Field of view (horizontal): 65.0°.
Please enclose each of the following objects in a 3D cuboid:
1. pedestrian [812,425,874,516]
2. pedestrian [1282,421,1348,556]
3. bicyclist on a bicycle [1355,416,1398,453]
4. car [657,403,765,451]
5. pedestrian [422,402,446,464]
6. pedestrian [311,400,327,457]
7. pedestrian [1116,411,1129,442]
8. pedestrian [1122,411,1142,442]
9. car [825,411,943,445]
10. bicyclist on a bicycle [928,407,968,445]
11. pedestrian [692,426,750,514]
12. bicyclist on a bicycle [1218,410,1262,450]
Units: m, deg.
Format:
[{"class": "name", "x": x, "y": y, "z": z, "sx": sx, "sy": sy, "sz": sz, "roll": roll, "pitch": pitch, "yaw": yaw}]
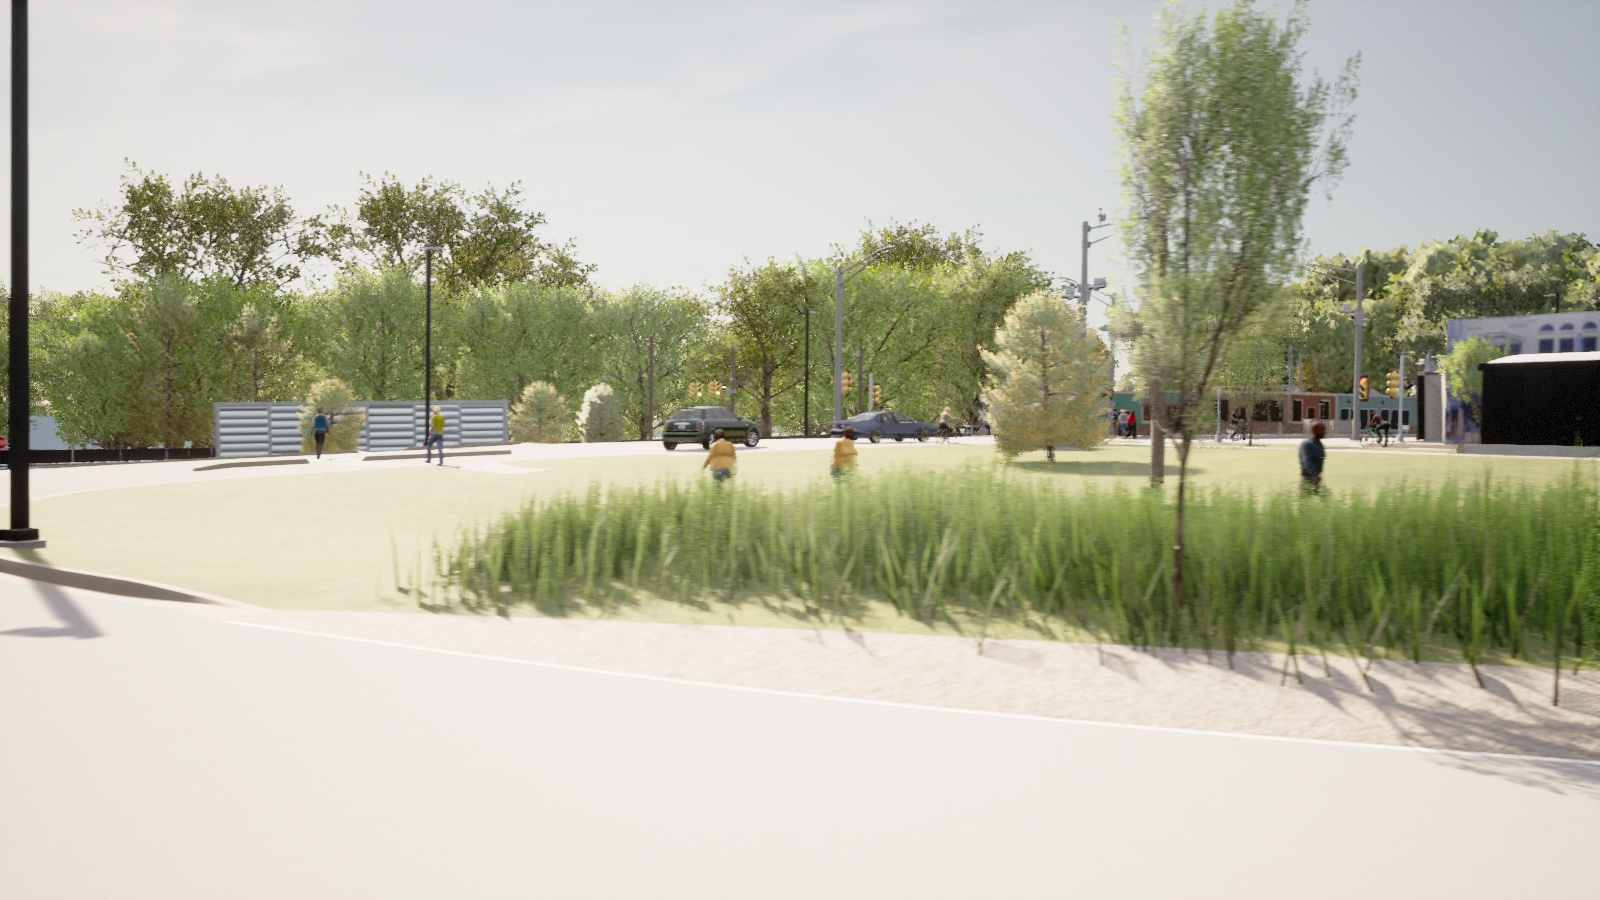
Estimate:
[{"class": "pedestrian", "x": 0.909, "y": 0.413, "z": 26.473, "sx": 0.874, "sy": 1.855, "sz": 0.900, "roll": 0, "pitch": 2, "yaw": -43}, {"class": "pedestrian", "x": 7.186, "y": 0.521, "z": 17.530, "sx": 0.370, "sy": 1.835, "sz": 0.726, "roll": 0, "pitch": 1, "yaw": -30}, {"class": "bicyclist on a bicycle", "x": 25.560, "y": -0.705, "z": 55.705, "sx": 0.582, "sy": 1.620, "sz": 1.656, "roll": 0, "pitch": 1, "yaw": -33}, {"class": "car", "x": -3.427, "y": -0.957, "z": 49.436, "sx": 2.097, "sy": 1.767, "sz": 4.553, "roll": 1, "pitch": 3, "yaw": 29}, {"class": "pedestrian", "x": -10.983, "y": -0.525, "z": 37.686, "sx": 0.706, "sy": 1.836, "sz": 0.354, "roll": 2, "pitch": 2, "yaw": 40}, {"class": "pedestrian", "x": -16.660, "y": -0.752, "z": 43.464, "sx": 0.396, "sy": 1.930, "sz": 0.692, "roll": 1, "pitch": 1, "yaw": -13}, {"class": "pedestrian", "x": 19.554, "y": -1.442, "z": 76.176, "sx": 0.354, "sy": 1.836, "sz": 0.706, "roll": 0, "pitch": 1, "yaw": -32}, {"class": "pedestrian", "x": 19.557, "y": -1.388, "z": 73.910, "sx": 0.634, "sy": 1.844, "sz": 0.899, "roll": 0, "pitch": 1, "yaw": -31}, {"class": "car", "x": 3.810, "y": -0.999, "z": 56.292, "sx": 5.357, "sy": 1.411, "sz": 2.033, "roll": -1, "pitch": 2, "yaw": -40}, {"class": "bicyclist on a bicycle", "x": 6.403, "y": -1.026, "z": 54.309, "sx": 1.509, "sy": 1.612, "sz": 0.866, "roll": -1, "pitch": 2, "yaw": -37}, {"class": "pedestrian", "x": -1.716, "y": 0.421, "z": 27.260, "sx": 0.874, "sy": 1.855, "sz": 0.900, "roll": 0, "pitch": 2, "yaw": -40}, {"class": "bicyclist on a bicycle", "x": 19.930, "y": -0.932, "z": 56.890, "sx": 0.659, "sy": 1.776, "sz": 1.843, "roll": 0, "pitch": 1, "yaw": -33}]
